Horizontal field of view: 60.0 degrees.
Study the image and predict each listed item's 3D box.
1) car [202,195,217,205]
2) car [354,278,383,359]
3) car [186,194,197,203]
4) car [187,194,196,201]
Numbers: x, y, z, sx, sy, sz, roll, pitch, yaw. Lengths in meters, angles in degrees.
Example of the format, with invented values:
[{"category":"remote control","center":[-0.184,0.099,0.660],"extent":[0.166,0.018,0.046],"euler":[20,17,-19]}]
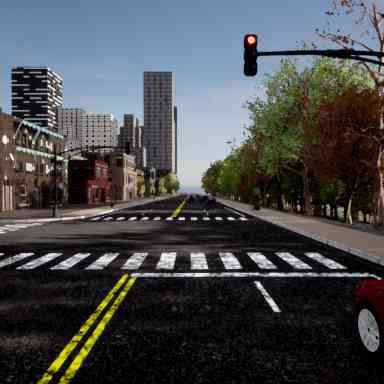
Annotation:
[{"category":"car","center":[3.230,1.526,57.328],"extent":[2.033,1.411,5.357],"euler":[0,0,0]},{"category":"car","center":[3.344,1.477,2.962],"extent":[1.882,1.535,5.008],"euler":[0,0,0]},{"category":"car","center":[-0.143,1.501,66.011],"extent":[1.812,1.442,4.674],"euler":[0,0,0]},{"category":"car","center":[-0.164,1.280,76.013],"extent":[1.882,1.535,5.008],"euler":[0,0,0]}]
